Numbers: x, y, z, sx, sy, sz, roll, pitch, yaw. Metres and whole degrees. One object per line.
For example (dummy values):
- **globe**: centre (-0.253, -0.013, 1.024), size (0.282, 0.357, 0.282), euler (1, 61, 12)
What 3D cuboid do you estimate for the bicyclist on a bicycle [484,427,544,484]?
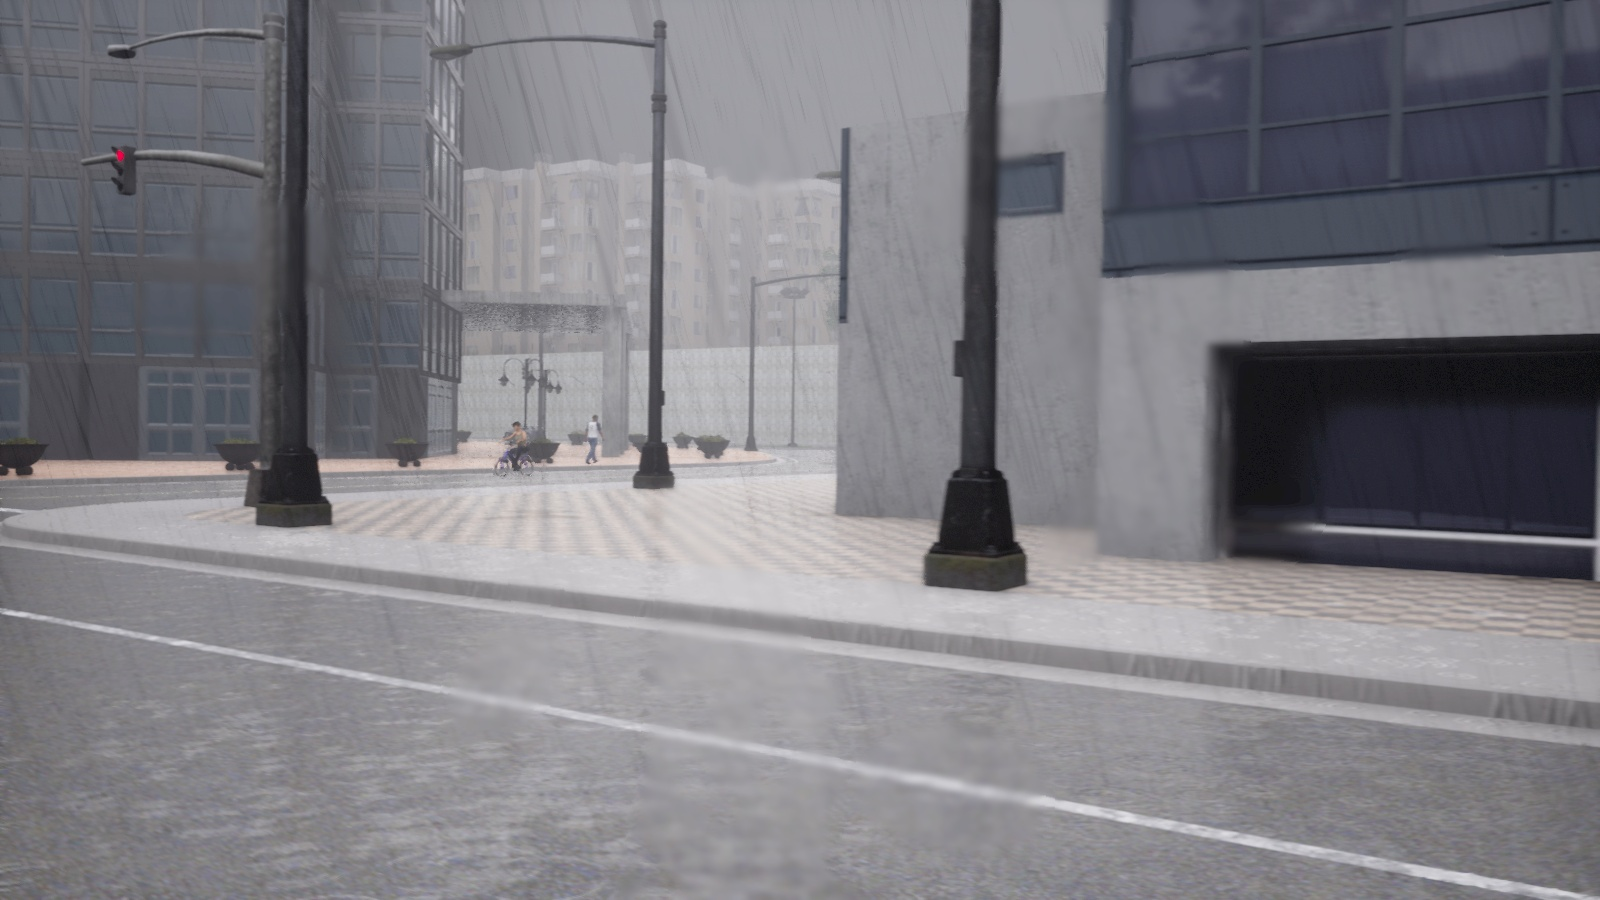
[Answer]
- **bicyclist on a bicycle**: centre (-8.257, 0.130, 36.288), size (0.866, 1.612, 1.509), euler (0, 1, 34)

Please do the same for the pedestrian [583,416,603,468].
- **pedestrian**: centre (-7.403, -0.295, 44.987), size (0.354, 1.836, 0.706), euler (0, 1, 27)
